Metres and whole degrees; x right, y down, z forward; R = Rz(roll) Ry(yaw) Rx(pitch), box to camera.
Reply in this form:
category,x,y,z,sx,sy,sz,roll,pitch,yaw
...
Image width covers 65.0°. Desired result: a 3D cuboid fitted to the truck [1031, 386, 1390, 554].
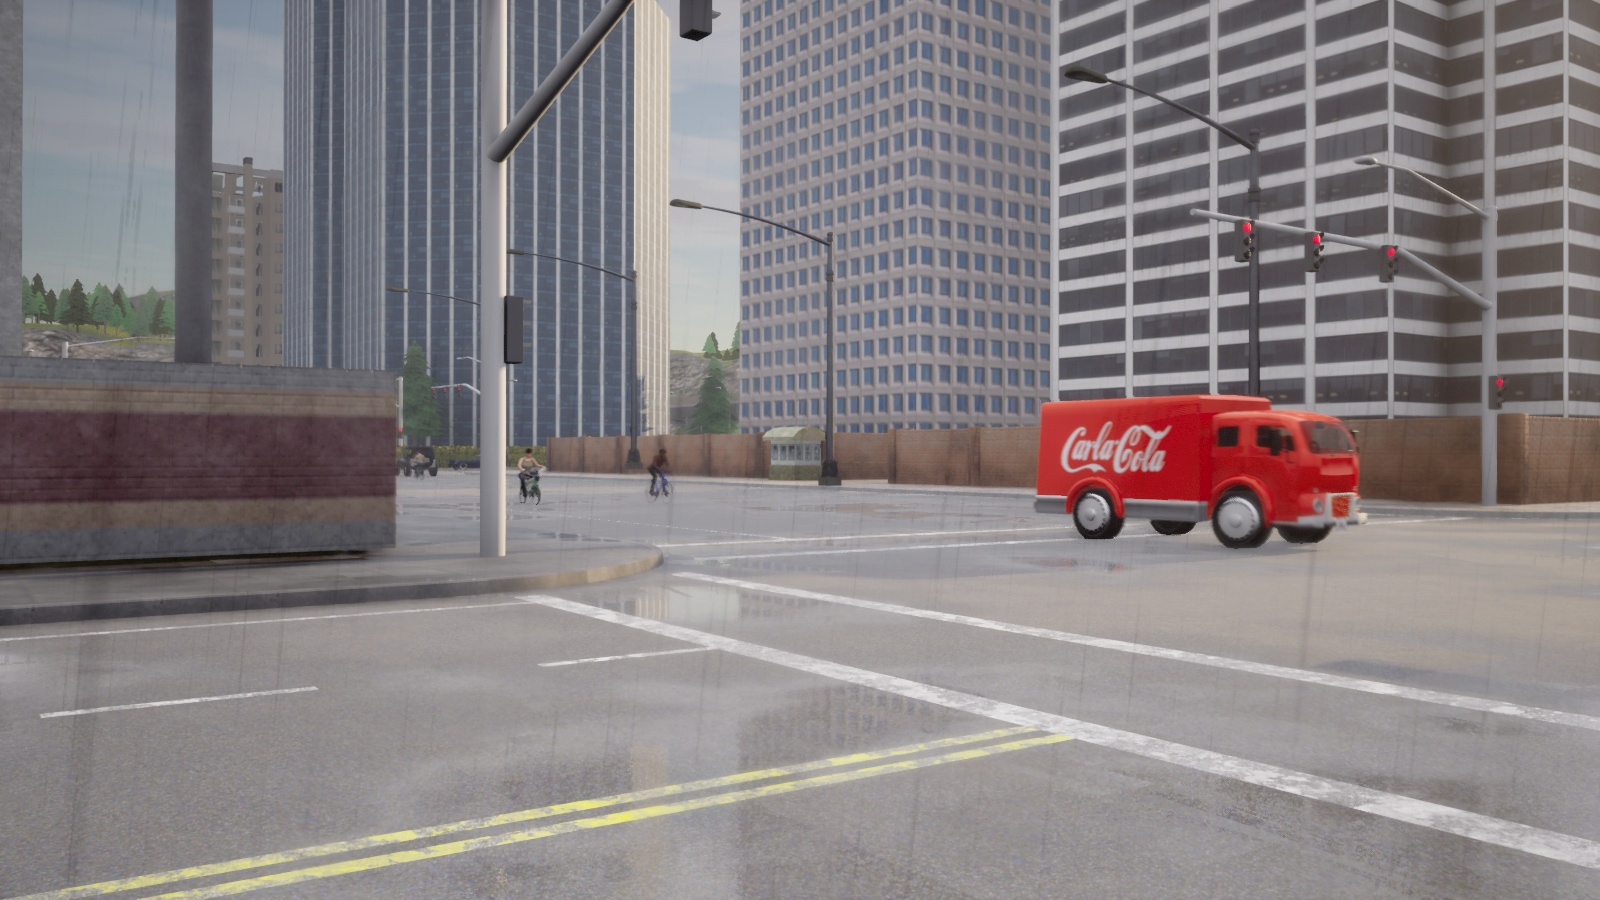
category,x,y,z,sx,sy,sz,roll,pitch,yaw
truck,6.797,0.296,21.348,2.627,2.467,5.204,0,0,-38

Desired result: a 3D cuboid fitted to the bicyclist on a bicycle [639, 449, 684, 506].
category,x,y,z,sx,sy,sz,roll,pitch,yaw
bicyclist on a bicycle,-4.054,0.796,36.651,0.582,1.620,1.656,0,0,-35

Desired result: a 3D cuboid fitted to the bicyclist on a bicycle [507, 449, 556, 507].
category,x,y,z,sx,sy,sz,roll,pitch,yaw
bicyclist on a bicycle,-7.646,0.785,35.706,0.866,1.612,1.509,0,0,-34

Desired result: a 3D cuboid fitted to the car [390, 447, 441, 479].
category,x,y,z,sx,sy,sz,roll,pitch,yaw
car,-23.771,0.781,77.625,1.905,1.878,3.866,0,0,-35
